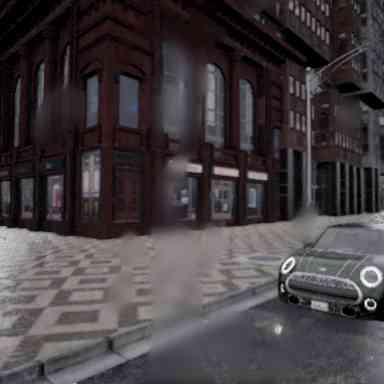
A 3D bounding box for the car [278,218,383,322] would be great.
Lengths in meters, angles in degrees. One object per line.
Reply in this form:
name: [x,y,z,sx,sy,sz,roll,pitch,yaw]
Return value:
car: [3.873,1.541,7.792,2.097,1.767,4.553,-2,-2,43]
